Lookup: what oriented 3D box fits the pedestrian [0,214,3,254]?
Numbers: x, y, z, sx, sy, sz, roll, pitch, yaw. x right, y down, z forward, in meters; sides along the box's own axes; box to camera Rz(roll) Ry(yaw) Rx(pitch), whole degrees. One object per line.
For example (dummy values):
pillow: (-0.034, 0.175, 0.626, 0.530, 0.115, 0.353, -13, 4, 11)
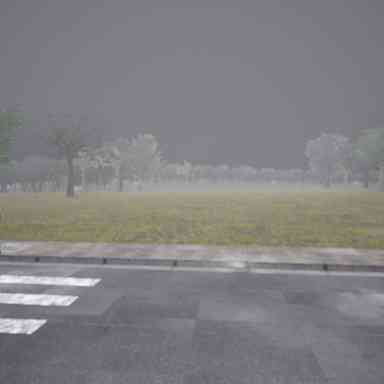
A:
pedestrian: (-5.752, 1.040, 9.501, 0.375, 1.860, 0.375, 0, 2, 6)
